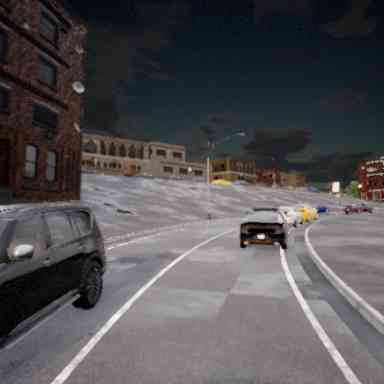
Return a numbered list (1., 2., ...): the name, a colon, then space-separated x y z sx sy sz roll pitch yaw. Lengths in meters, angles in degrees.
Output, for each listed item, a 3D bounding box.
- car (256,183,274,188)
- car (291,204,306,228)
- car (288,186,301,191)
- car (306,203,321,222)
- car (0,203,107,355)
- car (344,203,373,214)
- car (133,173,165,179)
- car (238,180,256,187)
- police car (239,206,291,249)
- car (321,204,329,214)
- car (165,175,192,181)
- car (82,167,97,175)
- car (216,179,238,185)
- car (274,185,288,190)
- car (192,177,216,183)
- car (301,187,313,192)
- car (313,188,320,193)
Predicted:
1. car: 14.888 -1.120 72.633 4.792 1.488 2.163 4 -5 -38
2. car: 6.758 1.721 23.897 1.812 1.442 4.674 -2 -2 26
3. car: 23.257 -0.565 79.658 4.892 1.521 2.231 4 -6 -41
4. car: 9.520 1.758 28.916 1.882 1.535 5.008 -2 -2 32
5. car: -3.143 1.234 5.135 2.150 2.045 5.566 0 0 6
6. car: 22.272 2.185 44.585 4.674 1.442 1.812 1 -4 -34
7. car: -7.680 -2.487 56.361 4.892 1.521 2.231 3 -5 -33
8. car: 10.399 -1.570 69.100 4.553 1.767 2.185 4 -5 -37
9. police car: 3.340 1.506 15.104 1.930 1.638 5.238 -1 -1 16
10. car: 16.188 2.229 43.863 5.008 1.535 1.882 1 -4 -42
11. car: -3.078 -2.253 59.399 4.892 1.521 2.231 3 -5 -33
12. car: -16.813 -3.051 50.359 4.553 1.767 2.185 3 -5 -33
13. car: 5.989 -1.722 65.774 5.008 1.535 2.097 3 -5 -36
14. car: 19.147 -0.820 76.130 4.674 1.452 2.002 4 -6 -39
15. car: 1.489 -1.954 62.535 4.674 1.452 2.002 3 -5 -35
16. car: 27.446 -0.361 83.425 4.553 1.767 2.185 5 -6 -42
17. car: 31.547 -0.130 87.248 5.566 2.045 2.435 5 -6 -43
